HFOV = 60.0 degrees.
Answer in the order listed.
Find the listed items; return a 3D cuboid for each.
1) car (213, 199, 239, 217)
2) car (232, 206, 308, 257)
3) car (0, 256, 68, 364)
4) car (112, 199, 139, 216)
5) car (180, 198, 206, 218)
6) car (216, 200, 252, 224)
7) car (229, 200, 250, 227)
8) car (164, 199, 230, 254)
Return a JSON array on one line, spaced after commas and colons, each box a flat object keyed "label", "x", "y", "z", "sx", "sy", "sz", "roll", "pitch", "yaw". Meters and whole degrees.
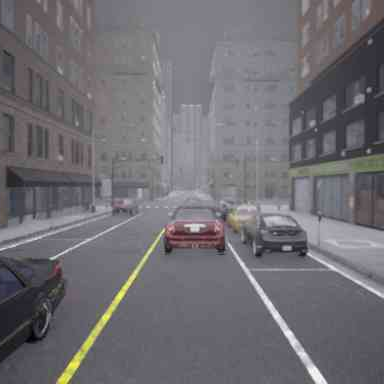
[{"label": "car", "x": 2.844, "y": 1.296, "z": 28.929, "sx": 1.802, "sy": 1.307, "sz": 4.206, "roll": -1, "pitch": 1, "yaw": 0}, {"label": "car", "x": 2.854, "y": 1.431, "z": 12.172, "sx": 2.008, "sy": 1.369, "sz": 4.403, "roll": -1, "pitch": 1, "yaw": 0}, {"label": "car", "x": -3.104, "y": 1.512, "z": 3.612, "sx": 2.033, "sy": 1.411, "sz": 5.357, "roll": 0, "pitch": 1, "yaw": 0}, {"label": "car", "x": -5.702, "y": 1.260, "z": 28.920, "sx": 1.887, "sy": 1.381, "sz": 4.507, "roll": -1, "pitch": 1, "yaw": 0}, {"label": "car", "x": 0.076, "y": 1.267, "z": 28.428, "sx": 2.033, "sy": 1.411, "sz": 5.357, "roll": 0, "pitch": 1, "yaw": 0}, {"label": "car", "x": 2.847, "y": 1.336, "z": 23.344, "sx": 1.947, "sy": 1.339, "sz": 4.313, "roll": -1, "pitch": 1, "yaw": 0}, {"label": "car", "x": 2.851, "y": 1.349, "z": 17.927, "sx": 1.752, "sy": 1.417, "sz": 4.829, "roll": -1, "pitch": 1, "yaw": 0}, {"label": "car", "x": 0.089, "y": 1.225, "z": 13.067, "sx": 2.097, "sy": 1.767, "sz": 4.553, "roll": 0, "pitch": 1, "yaw": 0}]
